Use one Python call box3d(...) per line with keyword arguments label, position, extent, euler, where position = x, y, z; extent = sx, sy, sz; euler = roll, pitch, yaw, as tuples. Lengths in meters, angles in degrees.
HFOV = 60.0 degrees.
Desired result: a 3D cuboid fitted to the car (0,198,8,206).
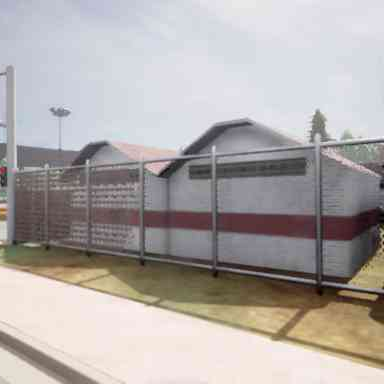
box3d(label="car", position=(-22.290, 1.715, 38.491), extent=(2.150, 2.045, 5.566), euler=(-1, -1, 36))
